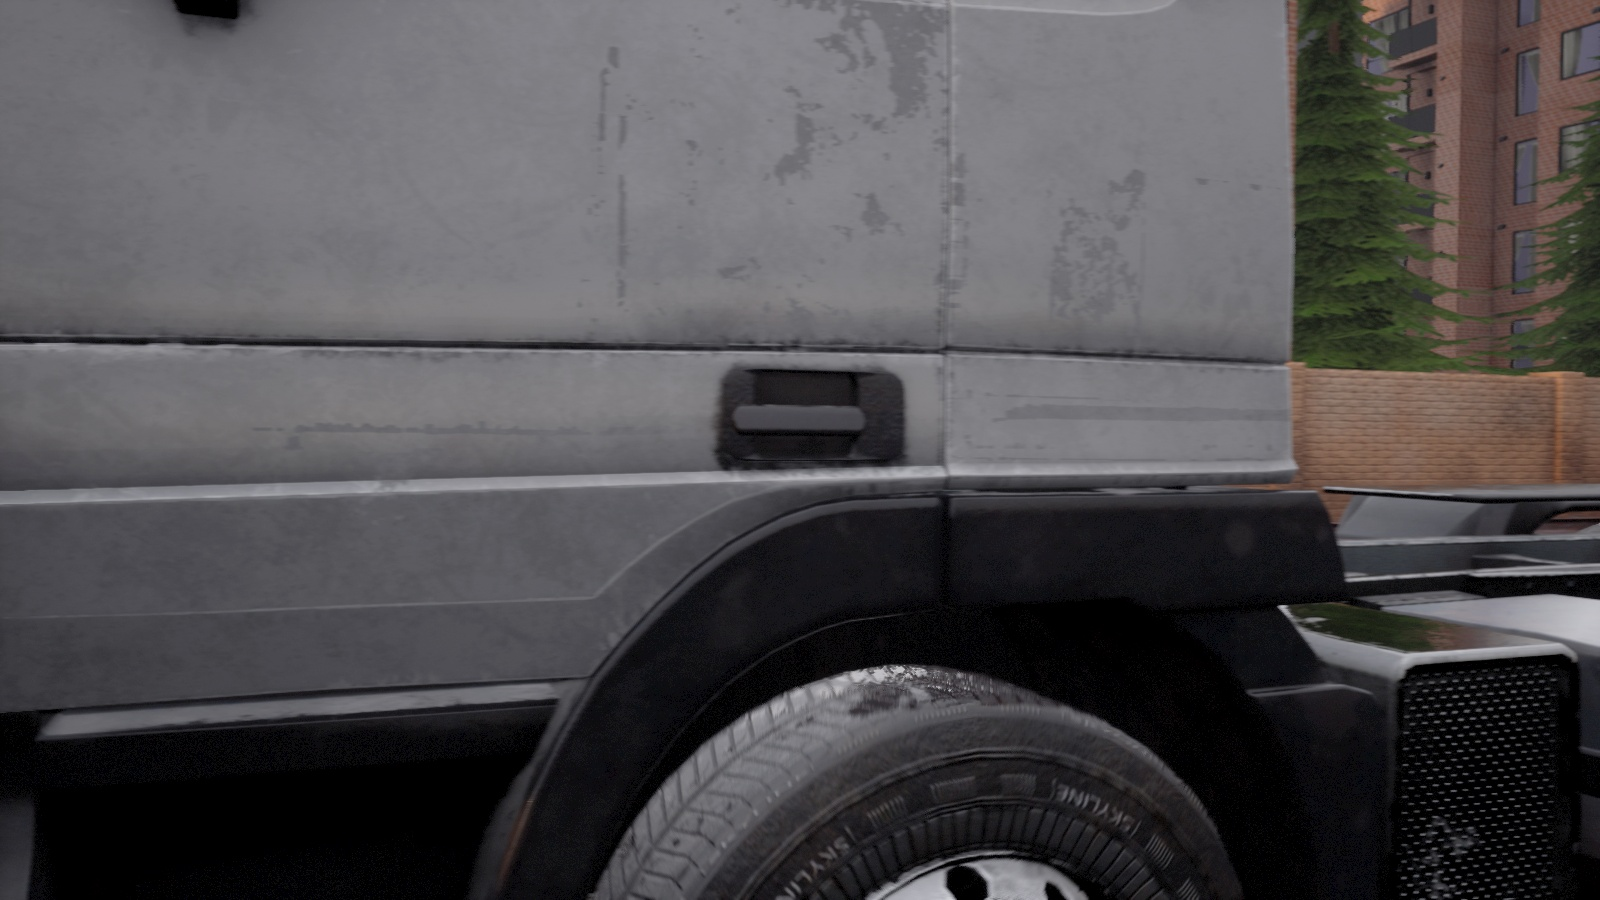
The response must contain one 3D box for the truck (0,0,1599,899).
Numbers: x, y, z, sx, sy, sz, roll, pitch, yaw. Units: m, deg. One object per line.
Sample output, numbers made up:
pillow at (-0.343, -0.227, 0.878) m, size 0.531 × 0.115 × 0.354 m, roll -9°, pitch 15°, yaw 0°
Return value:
truck at (2.026, -0.271, 3.997) m, size 7.936 × 3.462 × 2.891 m, roll -1°, pitch 1°, yaw -21°
